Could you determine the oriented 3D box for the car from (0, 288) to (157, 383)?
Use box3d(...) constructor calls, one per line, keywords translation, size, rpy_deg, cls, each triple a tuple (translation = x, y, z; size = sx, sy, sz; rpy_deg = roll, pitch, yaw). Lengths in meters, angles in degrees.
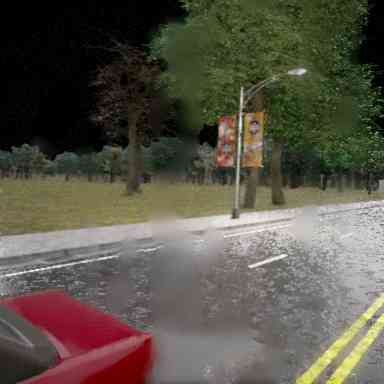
box3d(translation=(-2.516, 1.435, 1.825), size=(1.895, 1.301, 4.718), rpy_deg=(4, 3, 41), cls="car")
